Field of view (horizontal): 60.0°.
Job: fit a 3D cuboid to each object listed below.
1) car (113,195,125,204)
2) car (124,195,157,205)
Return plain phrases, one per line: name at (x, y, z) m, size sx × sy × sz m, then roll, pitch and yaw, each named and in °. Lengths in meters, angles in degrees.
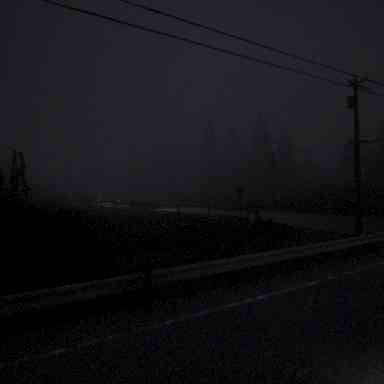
car at (-10.744, 1.211, 51.034) m, size 2.128 × 1.511 × 4.902 m, roll -3°, pitch 2°, yaw -39°
car at (-5.880, 1.343, 39.770) m, size 1.812 × 1.442 × 4.674 m, roll -3°, pitch 2°, yaw -38°
